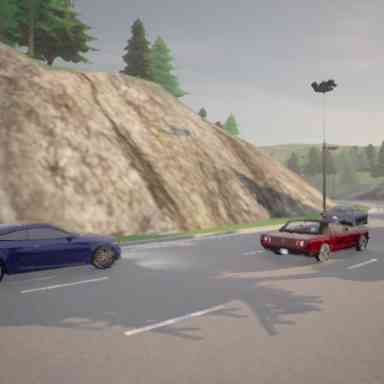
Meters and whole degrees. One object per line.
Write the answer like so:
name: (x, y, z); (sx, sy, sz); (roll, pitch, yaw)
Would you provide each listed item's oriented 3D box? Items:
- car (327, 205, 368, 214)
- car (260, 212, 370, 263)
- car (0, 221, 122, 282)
car: (10.420, 1.596, 22.433); (1.994, 1.385, 4.181); (0, 0, 44)
car: (4.651, 1.621, 12.126); (4.718, 1.301, 1.895); (0, 0, -41)
car: (-4.322, 1.557, 9.415); (4.674, 1.442, 1.812); (0, 0, -37)
